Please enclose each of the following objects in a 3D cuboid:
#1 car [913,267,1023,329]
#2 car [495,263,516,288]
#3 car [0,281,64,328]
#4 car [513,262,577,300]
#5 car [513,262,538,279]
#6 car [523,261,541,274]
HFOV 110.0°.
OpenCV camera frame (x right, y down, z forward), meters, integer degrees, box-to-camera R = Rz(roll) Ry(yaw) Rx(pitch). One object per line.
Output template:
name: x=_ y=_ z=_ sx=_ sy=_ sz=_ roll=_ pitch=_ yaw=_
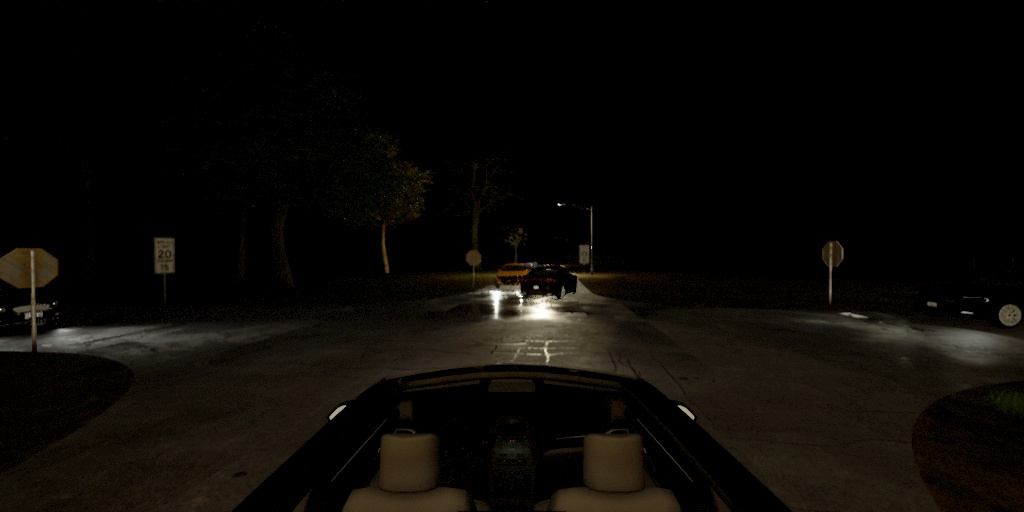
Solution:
car: x=14.223 y=1.046 z=9.792 sx=5.008 sy=1.535 sz=1.882 roll=-1 pitch=1 yaw=5
car: x=0.135 y=1.261 z=24.495 sx=1.882 sy=1.535 sz=5.008 roll=0 pitch=0 yaw=8
car: x=-16.158 y=1.462 z=10.565 sx=4.902 sy=1.511 sz=2.128 roll=-1 pitch=1 yaw=6
car: x=1.986 y=1.246 z=18.098 sx=1.882 sy=1.535 sz=5.008 roll=1 pitch=0 yaw=22
car: x=1.378 y=1.362 z=34.957 sx=2.033 sy=1.411 sz=5.357 roll=0 pitch=0 yaw=7
car: x=2.611 y=1.406 z=45.545 sx=2.033 sy=1.411 sz=5.357 roll=0 pitch=0 yaw=7
